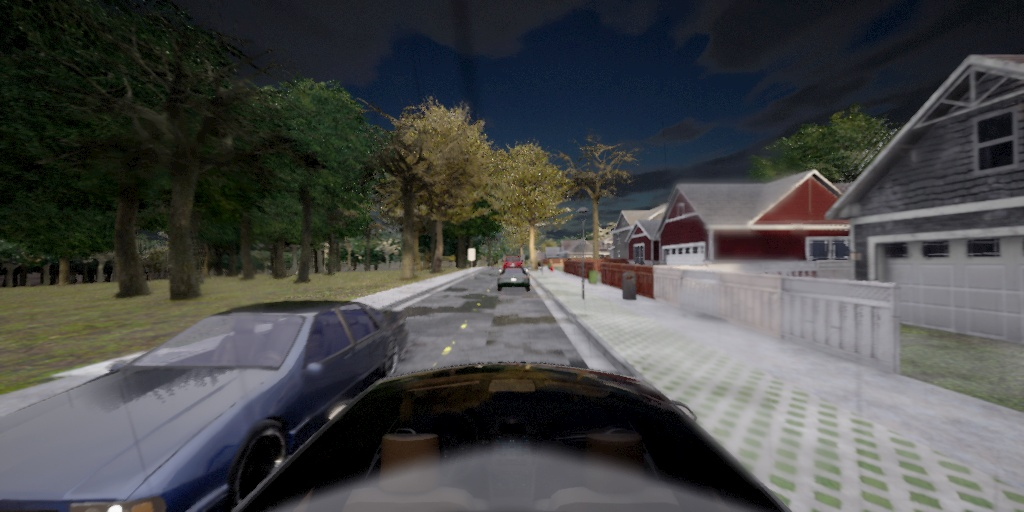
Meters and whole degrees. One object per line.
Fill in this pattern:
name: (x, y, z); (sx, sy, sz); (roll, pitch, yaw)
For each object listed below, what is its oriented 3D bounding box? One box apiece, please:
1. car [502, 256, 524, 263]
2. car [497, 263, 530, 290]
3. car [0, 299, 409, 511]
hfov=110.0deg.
car: (0.106, 1.039, 40.106); (2.150, 2.045, 5.566); (0, 0, 0)
car: (0.102, 1.325, 22.418); (1.994, 1.385, 4.181); (0, 0, 0)
car: (-2.826, 1.298, 4.459); (2.033, 1.411, 5.357); (0, 0, 0)
